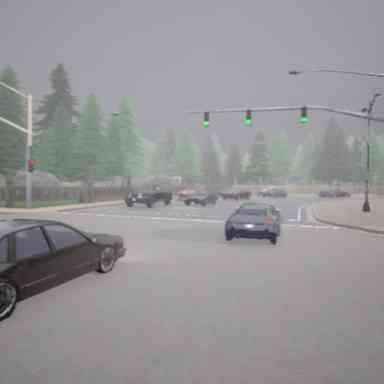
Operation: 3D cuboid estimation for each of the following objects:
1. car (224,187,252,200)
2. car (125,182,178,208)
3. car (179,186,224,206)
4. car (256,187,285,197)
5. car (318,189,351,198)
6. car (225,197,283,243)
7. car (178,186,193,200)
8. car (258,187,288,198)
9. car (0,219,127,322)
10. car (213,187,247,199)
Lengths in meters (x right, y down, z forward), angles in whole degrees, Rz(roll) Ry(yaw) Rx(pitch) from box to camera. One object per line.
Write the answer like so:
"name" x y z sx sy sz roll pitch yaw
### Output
"car" 5.459 0.194 39.817 1.882 1.535 5.008 2 2 34
"car" -3.552 0.166 28.534 2.150 2.045 5.566 2 2 21
"car" 0.982 0.491 30.905 2.033 1.411 5.357 2 2 21
"car" 12.483 -0.078 52.739 4.674 1.442 1.812 0 2 -37
"car" 21.439 0.192 50.030 5.357 1.411 2.033 0 2 -29
"car" 2.693 1.140 13.824 1.994 1.385 4.181 2 2 18
"car" 0.172 0.064 37.241 2.097 1.767 4.553 2 2 27
"car" 11.860 0.129 47.496 4.181 1.385 1.994 -1 3 -44
"car" -3.358 1.264 6.649 2.033 1.411 5.357 2 2 18
"car" 5.240 0.065 45.505 2.033 1.411 5.357 3 3 39
